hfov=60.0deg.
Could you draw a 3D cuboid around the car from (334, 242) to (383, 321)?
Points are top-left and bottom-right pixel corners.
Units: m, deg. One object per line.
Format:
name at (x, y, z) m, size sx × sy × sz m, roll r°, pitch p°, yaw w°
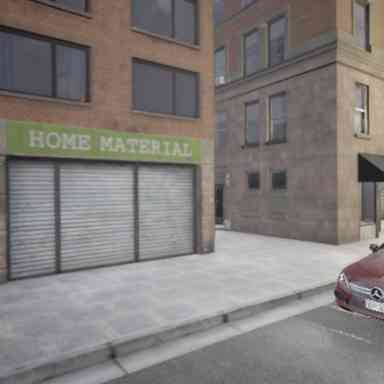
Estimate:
car at (4.683, 1.453, 6.410) m, size 4.674 × 1.442 × 1.812 m, roll -1°, pitch 0°, yaw -35°
